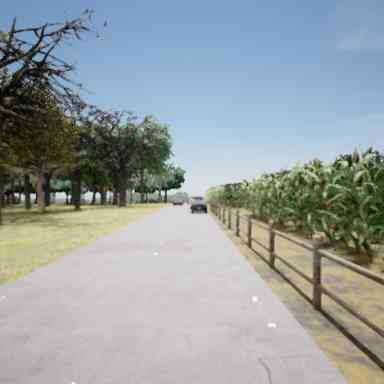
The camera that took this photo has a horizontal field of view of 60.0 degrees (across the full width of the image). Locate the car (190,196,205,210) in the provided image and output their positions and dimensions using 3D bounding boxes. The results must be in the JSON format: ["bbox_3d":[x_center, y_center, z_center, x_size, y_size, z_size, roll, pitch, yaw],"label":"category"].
[{"bbox_3d":[0.831,1.553,50.017,2.150,2.045,5.566,0,-1,0],"label":"car"}]

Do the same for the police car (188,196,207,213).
[{"bbox_3d":[0.829,1.667,40.089,1.930,1.638,5.238,0,0,0],"label":"police car"}]

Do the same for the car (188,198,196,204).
[{"bbox_3d":[0.008,2.041,75.992,1.812,1.442,4.674,0,-1,0],"label":"car"}]

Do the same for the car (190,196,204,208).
[{"bbox_3d":[0.831,1.615,56.019,2.150,2.045,5.566,0,-1,0],"label":"car"}]

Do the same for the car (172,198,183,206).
[{"bbox_3d":[-2.767,1.963,64.587,1.882,1.535,5.008,0,-1,1],"label":"car"}]

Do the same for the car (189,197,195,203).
[{"bbox_3d":[0.009,2.240,90.999,1.837,1.490,4.892,0,-1,0],"label":"car"}]
